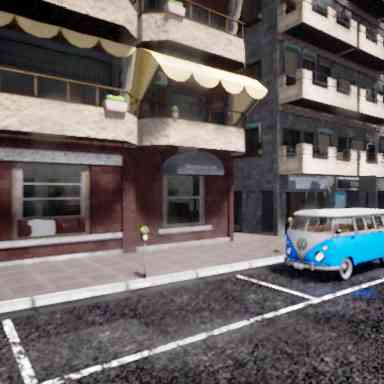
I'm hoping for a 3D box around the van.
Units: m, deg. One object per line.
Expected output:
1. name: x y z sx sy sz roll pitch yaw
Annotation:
1. van: 4.439 1.381 9.737 3.998 1.788 1.690 0 -1 -35
